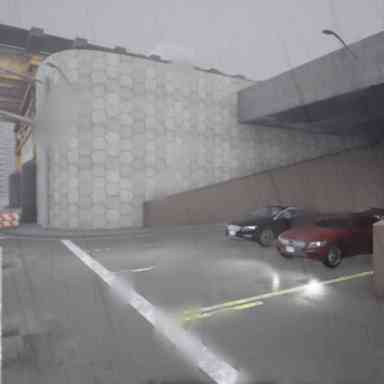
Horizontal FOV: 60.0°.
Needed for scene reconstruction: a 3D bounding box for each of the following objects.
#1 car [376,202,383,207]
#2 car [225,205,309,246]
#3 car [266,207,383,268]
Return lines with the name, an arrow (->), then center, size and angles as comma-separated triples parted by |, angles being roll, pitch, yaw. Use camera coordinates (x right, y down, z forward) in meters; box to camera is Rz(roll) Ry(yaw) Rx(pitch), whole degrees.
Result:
car -> 11.669, 1.267, 18.974 | 4.902, 1.511, 2.128 | 0, 1, -31
car -> 3.687, 1.321, 14.241 | 4.902, 1.511, 2.128 | 0, 1, -31
car -> 4.864, 1.396, 10.870 | 4.674, 1.442, 1.812 | 0, 1, -31
